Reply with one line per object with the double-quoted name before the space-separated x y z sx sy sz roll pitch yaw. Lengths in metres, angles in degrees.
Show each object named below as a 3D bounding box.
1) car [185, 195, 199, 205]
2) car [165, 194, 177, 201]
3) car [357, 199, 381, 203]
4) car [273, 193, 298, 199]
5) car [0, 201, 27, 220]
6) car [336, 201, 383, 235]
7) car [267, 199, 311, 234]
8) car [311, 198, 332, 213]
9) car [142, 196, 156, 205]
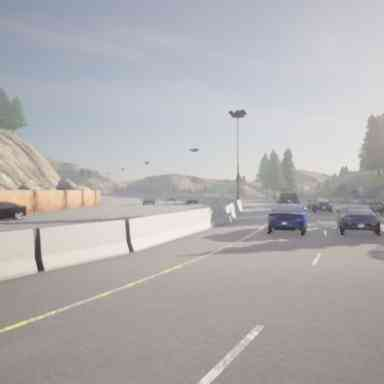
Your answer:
"car" -0.039 1.309 54.851 1.882 1.535 5.008 0 0 -6
"car" -3.534 1.017 54.719 1.812 1.442 4.674 0 0 -7
"car" 16.158 1.342 30.852 2.128 1.511 4.902 0 0 11
"car" 9.875 1.077 35.010 2.150 2.045 5.566 0 0 8
"car" -14.812 1.446 24.816 1.882 1.535 5.008 0 0 22
"car" 8.998 1.440 18.192 1.812 1.442 4.674 0 0 21
"car" 5.484 1.401 18.779 1.882 1.535 5.008 0 0 21
"car" 13.298 1.376 34.764 1.812 1.442 4.674 0 0 9
"car" -7.009 1.416 54.320 1.994 1.385 4.181 0 0 -7
